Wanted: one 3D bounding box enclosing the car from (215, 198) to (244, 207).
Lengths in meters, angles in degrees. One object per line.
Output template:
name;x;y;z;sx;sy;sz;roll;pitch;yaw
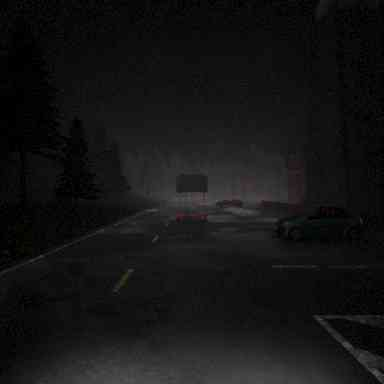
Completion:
car;5.558;1.550;49.054;4.181;1.381;1.994;0;0;-1

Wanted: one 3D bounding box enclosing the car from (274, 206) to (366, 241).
car;6.043;1.483;16.045;3.988;1.617;1.851;0;0;-1

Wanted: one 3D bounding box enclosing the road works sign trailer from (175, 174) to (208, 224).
road works sign trailer;0.000;0.464;24.928;2.380;3.560;2.880;0;0;0
